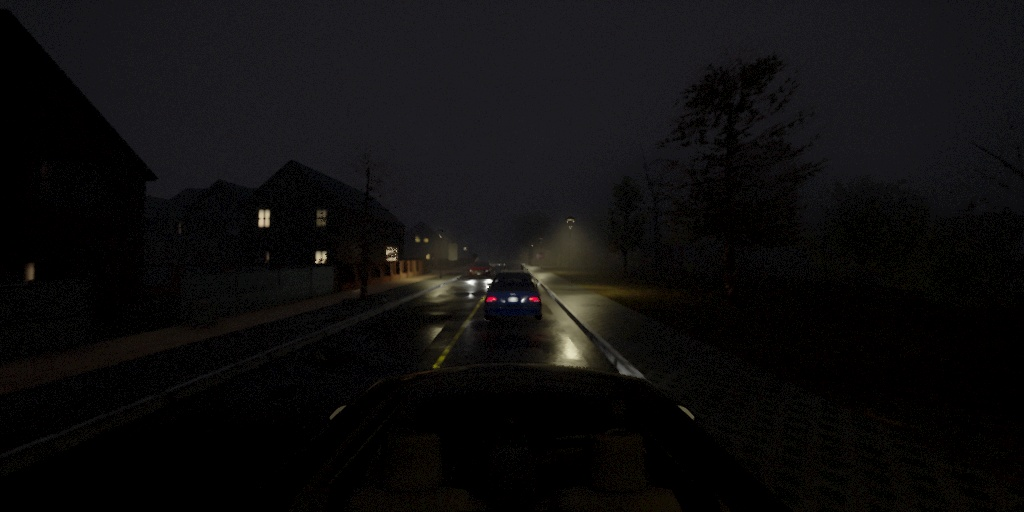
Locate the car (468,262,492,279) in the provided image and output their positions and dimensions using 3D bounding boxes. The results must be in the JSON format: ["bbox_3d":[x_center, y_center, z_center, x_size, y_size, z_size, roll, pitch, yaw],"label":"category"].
[{"bbox_3d":[-2.713,1.222,31.895,1.812,1.442,4.674,0,0,1],"label":"car"}]

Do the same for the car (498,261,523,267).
[{"bbox_3d":[0.114,1.300,29.078,1.895,1.301,4.718,0,0,1],"label":"car"}]

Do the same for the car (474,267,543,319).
[{"bbox_3d":[0.051,1.271,12.596,2.033,1.411,5.357,0,0,1],"label":"car"}]
